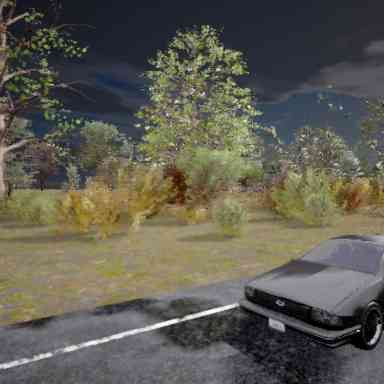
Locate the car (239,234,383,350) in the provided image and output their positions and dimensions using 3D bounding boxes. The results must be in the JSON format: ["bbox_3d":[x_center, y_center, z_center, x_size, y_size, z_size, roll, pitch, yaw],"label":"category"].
[{"bbox_3d":[3.410,1.567,6.426,5.357,1.411,2.033,0,0,-35],"label":"car"}]
